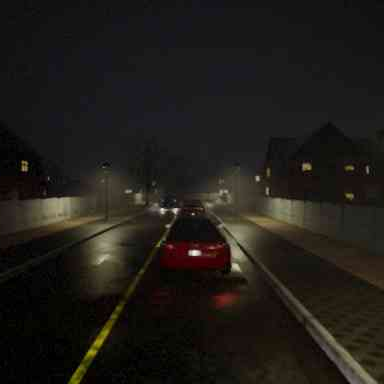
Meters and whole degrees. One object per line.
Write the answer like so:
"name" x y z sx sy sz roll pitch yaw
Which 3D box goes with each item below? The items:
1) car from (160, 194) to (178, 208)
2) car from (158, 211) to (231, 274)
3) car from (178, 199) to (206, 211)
"car" -2.836 1.097 42.453 2.097 1.767 4.553 0 0 0
"car" 0.080 1.497 10.402 1.994 1.385 4.181 0 0 0
"car" 0.085 1.339 26.751 1.837 1.490 4.892 0 0 0
